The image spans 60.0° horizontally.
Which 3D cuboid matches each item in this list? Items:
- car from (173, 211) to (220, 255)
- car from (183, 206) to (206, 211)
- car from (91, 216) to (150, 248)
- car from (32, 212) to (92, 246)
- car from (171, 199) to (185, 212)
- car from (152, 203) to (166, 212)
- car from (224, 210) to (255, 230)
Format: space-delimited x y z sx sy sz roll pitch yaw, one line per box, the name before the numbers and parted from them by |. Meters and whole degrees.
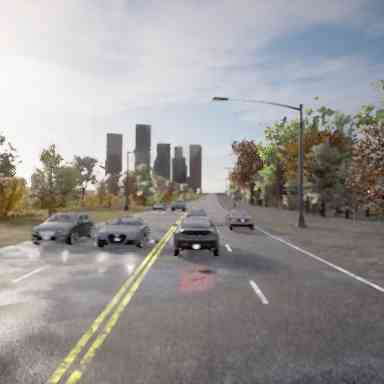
car | 0.188 1.852 14.976 1.837 1.490 4.892 0 -1 1
car | 0.441 2.227 31.993 1.994 1.385 4.181 1 -1 1
car | -3.246 1.910 16.477 1.994 1.385 4.181 0 -1 1
car | -6.487 1.826 17.317 2.128 1.511 4.902 0 -1 1
car | -2.304 2.277 56.916 2.150 2.045 5.566 0 -1 2
car | -5.547 2.581 57.106 2.033 1.411 5.357 0 -1 3
car | 3.593 2.096 25.682 2.033 1.411 5.357 1 -1 1
